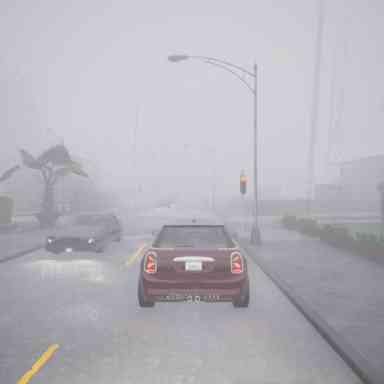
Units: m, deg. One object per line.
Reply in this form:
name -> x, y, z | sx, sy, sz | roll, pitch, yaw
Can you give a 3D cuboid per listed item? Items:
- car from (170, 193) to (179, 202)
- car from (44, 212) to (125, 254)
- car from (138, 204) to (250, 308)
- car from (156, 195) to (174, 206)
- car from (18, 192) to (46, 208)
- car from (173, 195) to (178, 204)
car -> -3.931, 1.224, 72.629 | 2.150, 2.045, 5.566 | 0, 0, 0
car -> -4.099, 1.547, 13.731 | 2.033, 1.411, 5.357 | 0, 0, 0
car -> 0.051, 1.352, 8.105 | 2.097, 1.767, 4.553 | 0, 0, 1
car -> -4.056, 1.563, 47.917 | 1.994, 1.385, 4.181 | 0, 0, 0
car -> -19.725, 0.985, 41.981 | 1.905, 1.878, 3.866 | 0, 0, 35
car -> -4.022, 1.599, 58.704 | 1.895, 1.301, 4.718 | 0, 0, 0
